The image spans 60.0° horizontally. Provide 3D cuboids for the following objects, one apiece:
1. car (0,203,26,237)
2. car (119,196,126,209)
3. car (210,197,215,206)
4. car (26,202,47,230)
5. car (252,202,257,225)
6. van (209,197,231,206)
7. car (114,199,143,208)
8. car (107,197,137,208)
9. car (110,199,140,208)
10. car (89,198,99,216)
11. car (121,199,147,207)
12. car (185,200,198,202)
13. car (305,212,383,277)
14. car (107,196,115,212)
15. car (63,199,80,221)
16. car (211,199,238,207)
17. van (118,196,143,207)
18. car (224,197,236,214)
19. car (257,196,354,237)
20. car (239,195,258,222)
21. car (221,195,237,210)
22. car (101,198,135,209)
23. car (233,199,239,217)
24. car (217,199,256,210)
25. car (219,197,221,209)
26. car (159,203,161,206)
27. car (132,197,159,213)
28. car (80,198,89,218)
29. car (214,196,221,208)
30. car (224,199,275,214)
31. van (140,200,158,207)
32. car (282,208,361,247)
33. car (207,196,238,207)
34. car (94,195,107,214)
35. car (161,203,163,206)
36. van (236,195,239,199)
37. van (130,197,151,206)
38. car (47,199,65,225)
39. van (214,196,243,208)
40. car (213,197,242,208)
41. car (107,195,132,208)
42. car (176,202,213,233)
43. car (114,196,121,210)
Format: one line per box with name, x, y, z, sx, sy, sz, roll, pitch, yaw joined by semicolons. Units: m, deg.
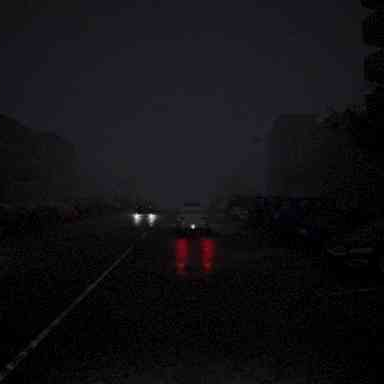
car;-11.423;1.509;16.727;5.008;1.535;2.097;-1;0;-21
car;-11.785;1.656;43.073;5.366;1.575;1.946;-1;0;-20
car;6.007;1.802;52.068;5.366;1.575;1.946;1;-1;-20
car;-11.442;1.517;19.662;4.892;1.521;2.231;-1;0;-21
car;6.345;1.535;19.201;4.892;1.521;2.231;1;0;-20
van;6.102;2.135;73.047;4.442;1.987;1.878;1;-3;-20
car;-11.641;2.000;60.735;5.008;1.535;2.097;0;-2;-20
car;-11.607;1.736;54.878;4.553;1.767;2.185;0;-1;-20
car;-11.610;1.959;57.817;4.792;1.488;2.163;0;-2;-20
car;-11.552;1.590;31.406;4.674;1.452;2.002;-1;-1;-20
car;-11.627;2.202;66.602;4.674;1.452;2.002;0;-2;-20
car;-0.061;1.581;36.611;1.882;1.535;5.008;0;0;0
car;6.310;1.519;10.162;4.892;1.521;2.231;1;0;-19
car;-11.578;1.591;37.270;5.008;1.535;2.097;-1;0;-20
car;-11.496;1.528;25.532;5.008;1.535;2.097;-1;0;-20
car;6.212;2.116;64.116;4.792;1.488;2.163;1;-2;-20
van;-11.742;1.853;63.634;4.442;1.987;1.878;0;-1;-20
car;6.091;1.557;31.127;5.366;1.575;1.946;1;0;-20
car;6.373;1.278;16.198;5.566;2.045;2.435;1;0;-20
car;6.364;1.289;22.217;5.566;2.045;2.435;1;0;-20
car;6.274;1.328;34.198;5.566;2.045;2.435;1;-1;-20
car;-11.628;1.804;51.937;4.892;1.521;2.231;0;-1;-20
car;6.139;1.539;25.134;5.366;1.575;1.946;1;0;-20
car;6.165;1.736;46.137;4.792;1.488;2.163;1;-1;-20
car;6.388;1.630;40.232;5.366;1.575;1.946;1;-1;-20
car;-11.517;3.123;87.078;4.892;1.521;2.231;0;-4;-20
car;-5.262;1.601;38.240;1.882;1.535;5.008;0;-1;0
car;-11.498;1.411;28.474;4.553;1.767;2.185;-1;0;-20
car;6.029;1.658;43.095;5.366;1.575;1.946;1;-1;-20
car;6.405;1.601;37.240;5.366;1.575;1.946;1;-1;-20
van;-11.595;3.110;89.971;4.442;1.987;1.878;1;-4;-19
car;6.352;1.553;13.182;4.792;1.488;2.163;1;0;-20
car;6.173;1.920;67.086;5.566;2.045;2.435;1;-2;-20
car;-11.539;1.442;34.340;4.553;1.767;2.185;-1;0;-20
car;-11.445;3.570;92.906;4.892;1.521;2.231;1;-4;-19
van;6.399;1.327;28.240;4.442;1.987;1.878;1;0;-20
van;-11.703;2.238;75.360;4.442;1.987;1.878;0;-2;-20
car;-11.468;1.523;22.594;4.892;1.521;2.231;-1;0;-20
van;6.071;1.639;55.088;4.442;1.987;1.878;1;-1;-20
car;6.147;1.809;58.117;4.553;1.767;2.185;1;-2;-20
car;-11.651;1.450;46.058;5.566;2.045;2.435;-1;-1;-20
car;0.038;1.564;19.637;1.812;1.442;4.674;0;0;-1
car;-11.605;1.623;40.201;5.008;1.535;2.097;-1;-1;-20
